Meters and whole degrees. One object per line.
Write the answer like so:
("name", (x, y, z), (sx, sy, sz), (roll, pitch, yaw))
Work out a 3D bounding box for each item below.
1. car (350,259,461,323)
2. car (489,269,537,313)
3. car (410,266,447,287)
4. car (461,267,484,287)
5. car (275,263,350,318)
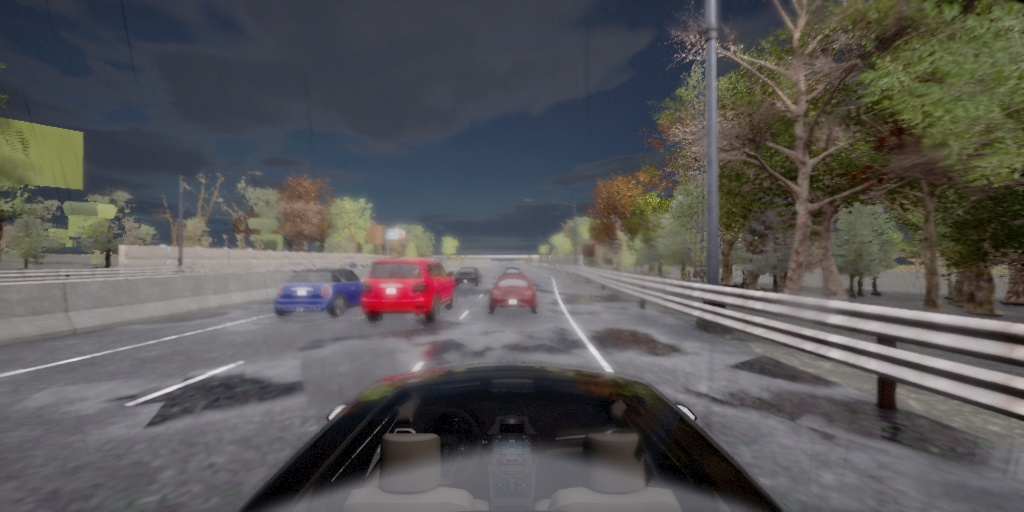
("car", (-3.464, 1.132, 13.037), (2.150, 2.045, 5.566), (0, -1, 1))
("car", (0.050, 1.460, 14.839), (1.812, 1.442, 4.674), (0, -1, 0))
("car", (-6.948, 1.636, 30.373), (1.882, 1.535, 5.008), (0, 0, 0))
("car", (-3.454, 1.647, 29.152), (1.837, 1.490, 4.892), (0, 0, 0))
("car", (-6.955, 1.275, 14.037), (2.097, 1.767, 4.553), (0, -1, 0))
